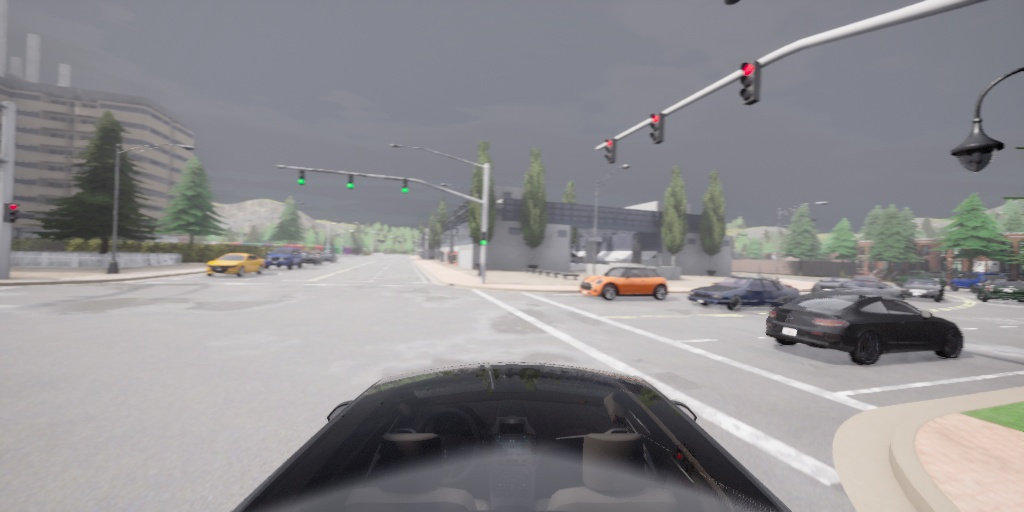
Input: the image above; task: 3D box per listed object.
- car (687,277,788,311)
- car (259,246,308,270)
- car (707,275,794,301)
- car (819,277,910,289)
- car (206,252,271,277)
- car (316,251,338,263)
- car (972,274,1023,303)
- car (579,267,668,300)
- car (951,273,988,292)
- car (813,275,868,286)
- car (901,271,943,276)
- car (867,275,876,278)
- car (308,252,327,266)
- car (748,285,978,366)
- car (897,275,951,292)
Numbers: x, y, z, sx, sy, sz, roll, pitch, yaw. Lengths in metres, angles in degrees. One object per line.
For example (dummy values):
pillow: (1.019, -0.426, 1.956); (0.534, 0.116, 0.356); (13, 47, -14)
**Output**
car: (10.962, 1.719, 16.813); (5.357, 1.411, 2.033); (2, 0, -18)
car: (-21.753, 0.201, 34.392); (2.150, 2.045, 5.566); (2, 0, -17)
car: (14.386, 1.904, 21.648); (4.718, 1.301, 1.895); (2, 0, -19)
car: (19.638, 2.059, 19.982); (4.181, 1.385, 1.994); (2, 0, -24)
car: (-18.874, 0.553, 24.686); (1.882, 1.535, 5.008); (2, 0, -15)
car: (-27.777, 0.325, 54.465); (2.033, 1.411, 5.357); (2, 0, -17)
car: (34.990, 2.421, 25.555); (4.553, 1.767, 2.097); (2, 0, -42)
car: (5.838, 1.336, 18.900); (4.553, 1.767, 2.097); (2, 0, -18)
car: (47.884, 2.779, 36.815); (2.150, 2.045, 5.566); (2, 0, 28)
car: (23.386, 2.204, 25.759); (4.181, 1.385, 1.994); (2, 0, -33)
car: (45.833, 2.707, 40.377); (2.150, 2.045, 5.566); (2, 0, 24)
car: (31.339, 2.418, 31.878); (1.882, 1.535, 5.008); (2, 0, 45)
car: (-24.730, 0.481, 44.256); (1.895, 1.301, 4.718); (2, 0, -16)
car: (8.347, 1.591, 8.598); (4.674, 1.442, 1.812); (2, 0, -17)
car: (28.712, 2.328, 25.111); (4.902, 1.511, 2.128); (2, 0, -37)
